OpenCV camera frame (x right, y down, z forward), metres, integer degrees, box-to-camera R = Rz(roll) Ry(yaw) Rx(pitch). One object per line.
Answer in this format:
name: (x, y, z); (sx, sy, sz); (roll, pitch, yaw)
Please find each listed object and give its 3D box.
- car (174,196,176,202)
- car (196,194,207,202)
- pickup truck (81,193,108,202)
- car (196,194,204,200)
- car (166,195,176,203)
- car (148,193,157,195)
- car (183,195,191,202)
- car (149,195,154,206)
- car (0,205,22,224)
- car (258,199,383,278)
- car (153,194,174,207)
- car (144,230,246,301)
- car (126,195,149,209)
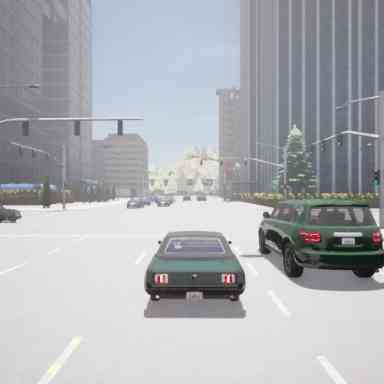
car: (-4.511, 1.487, 62.475); (2.128, 1.511, 4.902); (0, 0, 0)
car: (2.304, 1.342, 78.733); (2.097, 1.767, 4.553); (0, 0, -1)
pickup truck: (-21.238, 1.053, 73.302); (2.390, 2.098, 6.274); (0, 0, 30)
car: (2.148, 1.380, 89.013); (1.882, 1.535, 5.008); (0, 0, -1)
car: (-4.607, 1.472, 72.784); (1.882, 1.535, 5.008); (0, 0, -1)
car: (-8.035, 1.214, 67.329); (2.150, 2.045, 5.566); (0, 0, 0)
car: (-1.192, 1.494, 78.461); (1.837, 1.490, 4.892); (0, 0, -1)
car: (-7.931, 1.560, 55.468); (1.994, 1.385, 4.181); (0, 0, -1)
car: (-14.956, 1.504, 24.267); (4.892, 1.490, 1.837); (0, 0, 6)
car: (3.576, 1.221, 10.299); (2.150, 2.045, 5.566); (0, 0, 0)
car: (-4.386, 1.487, 52.220); (2.128, 1.511, 4.902); (0, 0, -1)
car: (0.066, 1.600, 8.267); (1.895, 1.301, 4.718); (0, 0, 0)
car: (-7.864, 1.488, 46.557); (2.128, 1.511, 4.902); (0, 0, 1)
